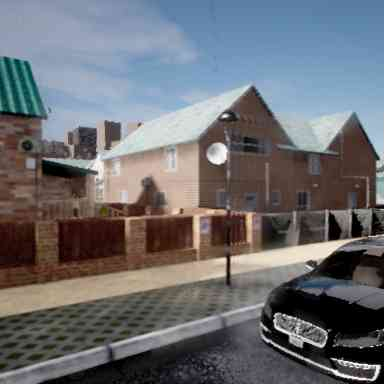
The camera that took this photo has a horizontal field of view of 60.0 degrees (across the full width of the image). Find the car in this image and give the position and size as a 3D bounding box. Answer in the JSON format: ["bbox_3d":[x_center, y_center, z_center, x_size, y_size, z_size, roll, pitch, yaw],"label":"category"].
[{"bbox_3d":[3.215,1.545,5.361,4.892,1.490,1.837,1,0,-35],"label":"car"}]
